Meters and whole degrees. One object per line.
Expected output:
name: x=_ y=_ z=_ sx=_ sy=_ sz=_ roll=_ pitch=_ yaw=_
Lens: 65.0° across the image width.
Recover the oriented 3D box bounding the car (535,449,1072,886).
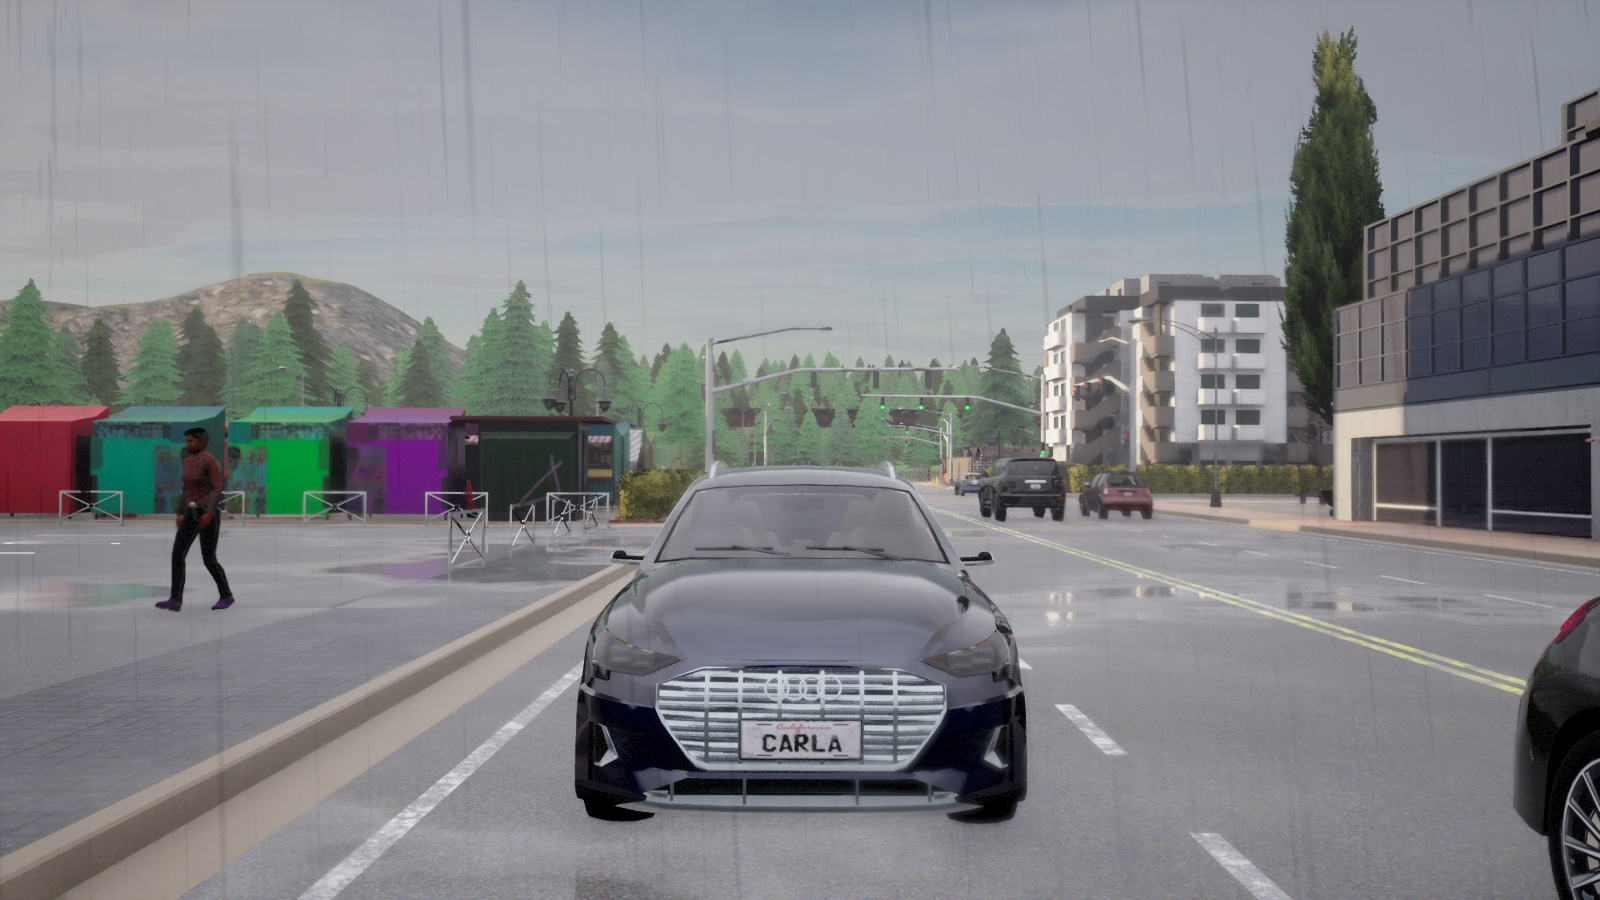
car: x=0.019 y=0.865 z=7.197 sx=2.033 sy=1.649 sz=4.856 roll=0 pitch=-1 yaw=0

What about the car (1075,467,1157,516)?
car: x=10.811 y=1.394 z=43.247 sx=1.851 sy=1.617 sz=3.988 roll=0 pitch=-1 yaw=0

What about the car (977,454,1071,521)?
car: x=7.296 y=1.199 z=41.477 sx=2.150 sy=2.045 sz=5.566 roll=0 pitch=-1 yaw=0

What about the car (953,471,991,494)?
car: x=11.121 y=2.100 z=81.490 sx=1.970 sy=1.475 sz=3.806 roll=0 pitch=-1 yaw=0

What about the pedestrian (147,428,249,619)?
pedestrian: x=-5.907 y=0.703 z=12.347 sx=0.328 sy=1.805 sz=0.869 roll=-1 pitch=-1 yaw=27

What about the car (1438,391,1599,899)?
car: x=3.494 y=0.617 z=2.241 sx=2.152 sy=1.651 sz=5.027 roll=0 pitch=-1 yaw=0
